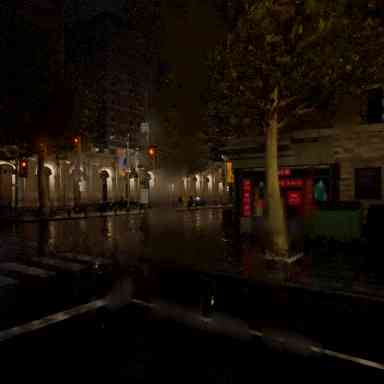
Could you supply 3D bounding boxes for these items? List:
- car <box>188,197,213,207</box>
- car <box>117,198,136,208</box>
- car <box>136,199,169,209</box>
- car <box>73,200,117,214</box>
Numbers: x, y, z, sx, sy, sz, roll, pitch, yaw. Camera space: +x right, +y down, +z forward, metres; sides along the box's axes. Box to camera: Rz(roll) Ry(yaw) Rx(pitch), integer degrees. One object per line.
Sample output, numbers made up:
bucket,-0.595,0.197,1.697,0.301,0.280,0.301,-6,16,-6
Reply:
car,1.339,1.547,52.533,2.033,1.411,5.357,0,0,36
car,-10.214,1.595,47.895,1.895,1.301,4.718,0,0,36
car,-4.913,1.564,43.889,1.994,1.385,4.181,0,0,35
car,-10.674,1.564,35.884,1.994,1.385,4.181,0,0,36
